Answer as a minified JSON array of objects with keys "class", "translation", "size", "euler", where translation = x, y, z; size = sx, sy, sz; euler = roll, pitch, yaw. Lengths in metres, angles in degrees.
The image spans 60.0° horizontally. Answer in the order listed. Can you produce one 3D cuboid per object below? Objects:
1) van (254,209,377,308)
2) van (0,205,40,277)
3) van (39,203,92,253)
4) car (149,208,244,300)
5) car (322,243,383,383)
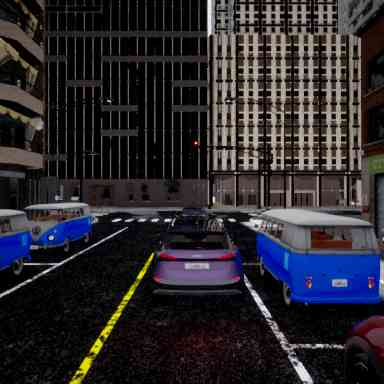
[{"class":"van","translation":[2.568,1.343,7.625],"size":[1.690,1.788,3.998],"euler":[0,0,0]},{"class":"van","translation":[-5.312,1.343,7.618],"size":[1.690,1.788,3.998],"euler":[0,0,0]},{"class":"van","translation":[-5.314,1.346,13.308],"size":[1.690,1.788,3.998],"euler":[0,0,0]},{"class":"car","translation":[0.098,1.432,8.381],"size":[2.033,1.649,4.856],"euler":[0,0,0]},{"class":"car","translation":[2.569,1.440,1.935],"size":[1.967,1.590,4.097],"euler":[0,0,0]}]
